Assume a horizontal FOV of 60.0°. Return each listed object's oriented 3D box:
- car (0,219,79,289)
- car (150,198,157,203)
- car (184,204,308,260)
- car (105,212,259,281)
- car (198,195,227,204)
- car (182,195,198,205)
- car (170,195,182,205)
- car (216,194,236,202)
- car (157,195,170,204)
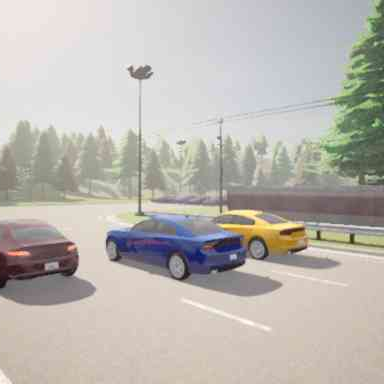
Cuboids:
[{"bbox_3d":[-4.717,1.454,8.982,1.812,1.442,4.674,0,0,-45],"label":"car"},{"bbox_3d":[-4.679,1.225,57.707,5.357,1.411,2.033,0,0,-45],"label":"car"},{"bbox_3d":[1.751,1.424,12.402,1.882,1.535,5.008,0,0,-45],"label":"car"},{"bbox_3d":[-0.728,1.423,9.932,1.882,1.535,5.008,0,0,-45],"label":"car"},{"bbox_3d":[3.500,1.307,46.118,4.674,1.442,1.812,0,0,-45],"label":"car"},{"bbox_3d":[1.506,1.303,49.074,5.357,1.411,2.033,0,0,-45],"label":"car"},{"bbox_3d":[-0.538,1.207,51.970,5.008,1.535,1.882,0,0,-45],"label":"car"},{"bbox_3d":[7.073,1.235,69.196,4.181,1.385,1.994,0,0,-45],"label":"car"},{"bbox_3d":[-2.914,1.304,54.538,4.718,1.301,1.895,0,0,-45],"label":"car"}]
